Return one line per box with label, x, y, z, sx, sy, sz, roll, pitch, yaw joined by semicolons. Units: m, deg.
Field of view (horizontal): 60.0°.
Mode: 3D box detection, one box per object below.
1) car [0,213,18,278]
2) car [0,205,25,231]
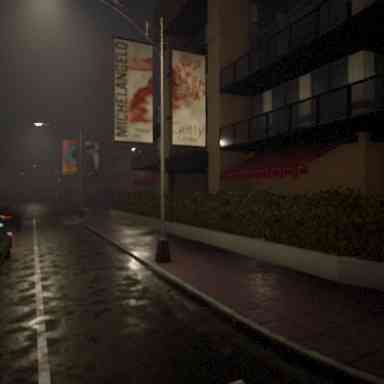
car;-6.349;1.574;9.491;2.033;1.411;5.357;0;0;-25
car;-11.424;1.558;20.274;1.837;1.490;4.892;0;0;-26
